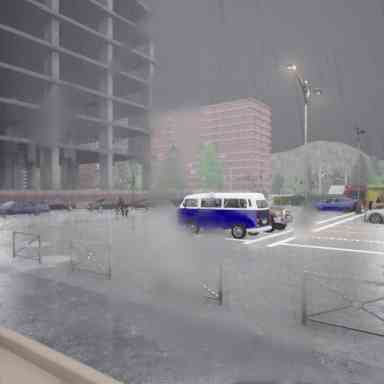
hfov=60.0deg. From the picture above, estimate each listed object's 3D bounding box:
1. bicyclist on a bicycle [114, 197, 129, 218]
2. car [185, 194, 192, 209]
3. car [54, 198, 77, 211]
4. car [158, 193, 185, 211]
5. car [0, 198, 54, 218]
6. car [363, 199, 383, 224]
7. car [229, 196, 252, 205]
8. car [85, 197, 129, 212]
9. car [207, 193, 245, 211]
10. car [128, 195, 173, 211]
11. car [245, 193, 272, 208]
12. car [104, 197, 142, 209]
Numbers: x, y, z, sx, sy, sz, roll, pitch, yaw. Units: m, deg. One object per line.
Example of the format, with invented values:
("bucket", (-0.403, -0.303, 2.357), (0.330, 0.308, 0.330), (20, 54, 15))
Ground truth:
("bicyclist on a bicycle", (-5.482, 1.248, 25.945), (1.656, 1.620, 0.582), (0, 0, 35))
("car", (-2.989, 1.163, 54.534), (2.150, 2.045, 5.566), (0, 0, 35))
("car", (-15.297, 1.436, 37.159), (2.128, 1.511, 4.902), (0, 0, 35))
("car", (-3.841, 1.166, 47.305), (2.150, 2.045, 5.566), (0, 0, 35))
("car", (-15.837, 1.492, 30.320), (2.033, 1.411, 5.357), (0, 0, 35))
("car", (13.270, 1.395, 21.463), (3.806, 1.475, 1.970), (0, 0, 36))
("car", (8.617, 1.435, 58.608), (2.128, 1.511, 4.902), (0, 0, 35))
("car", (-10.015, 1.449, 38.577), (1.837, 1.490, 4.892), (0, 0, 35))
("car", (4.944, 1.166, 47.411), (2.150, 2.045, 5.566), (0, 0, 36))
("car", (-4.840, 1.449, 39.499), (1.837, 1.490, 4.892), (0, 0, 35))
("car", (11.046, 1.436, 56.138), (2.128, 1.511, 4.902), (0, 0, 35))
("car", (-9.376, 1.436, 45.547), (2.128, 1.511, 4.902), (0, 0, 35))
